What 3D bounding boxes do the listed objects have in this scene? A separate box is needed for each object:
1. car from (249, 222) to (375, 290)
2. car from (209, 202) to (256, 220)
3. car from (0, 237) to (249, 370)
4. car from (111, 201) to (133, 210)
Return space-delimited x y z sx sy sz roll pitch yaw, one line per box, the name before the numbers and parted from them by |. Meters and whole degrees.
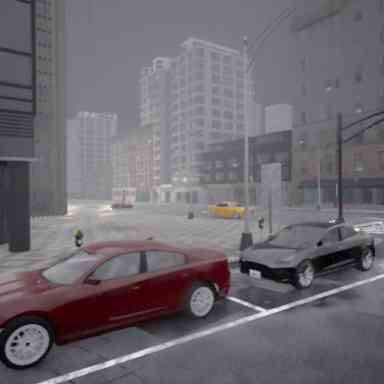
car | 3.233 1.507 8.968 4.313 1.339 1.947 -1 0 -36
car | 3.582 1.638 30.282 1.882 1.535 5.008 -1 0 -35
car | -1.359 1.529 5.686 4.507 1.381 1.887 -1 0 -36
car | -10.585 2.056 50.355 1.895 1.301 4.718 -1 0 -35
